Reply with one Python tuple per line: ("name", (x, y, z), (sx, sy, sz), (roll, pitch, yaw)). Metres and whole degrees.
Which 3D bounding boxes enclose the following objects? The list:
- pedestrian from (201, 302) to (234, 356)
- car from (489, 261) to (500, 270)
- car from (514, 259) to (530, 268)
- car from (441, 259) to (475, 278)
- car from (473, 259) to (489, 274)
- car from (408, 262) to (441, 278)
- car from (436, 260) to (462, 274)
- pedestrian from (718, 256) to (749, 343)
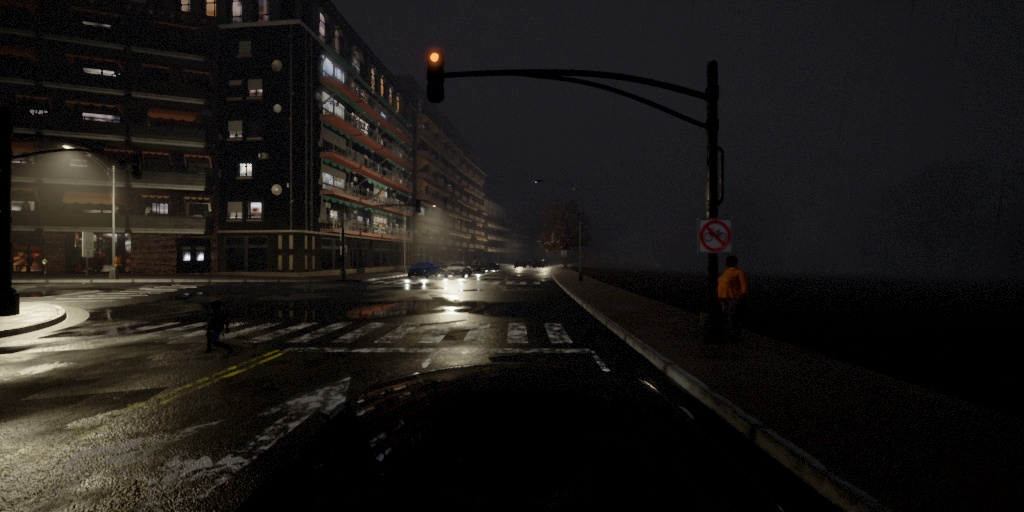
("pedestrian", (-5.964, 1.046, 7.252), (0.375, 1.860, 0.375), (0, 0, 1))
("car", (-3.139, 1.455, 55.343), (1.994, 1.385, 4.181), (0, 0, 8))
("car", (1.528, 1.489, 64.987), (2.033, 1.411, 5.357), (0, 0, 9))
("car", (-5.230, 1.336, 35.142), (1.812, 1.442, 4.674), (0, 0, 5))
("car", (-4.437, 1.350, 43.995), (1.837, 1.490, 4.892), (0, 0, 6))
("car", (-8.515, 1.287, 34.818), (1.882, 1.535, 5.008), (0, 0, 4))
("car", (-7.667, 1.323, 44.350), (1.882, 1.535, 5.008), (0, 0, 6))
("pedestrian", (4.759, 0.893, 7.709), (0.375, 1.860, 0.375), (0, 0, 1))
